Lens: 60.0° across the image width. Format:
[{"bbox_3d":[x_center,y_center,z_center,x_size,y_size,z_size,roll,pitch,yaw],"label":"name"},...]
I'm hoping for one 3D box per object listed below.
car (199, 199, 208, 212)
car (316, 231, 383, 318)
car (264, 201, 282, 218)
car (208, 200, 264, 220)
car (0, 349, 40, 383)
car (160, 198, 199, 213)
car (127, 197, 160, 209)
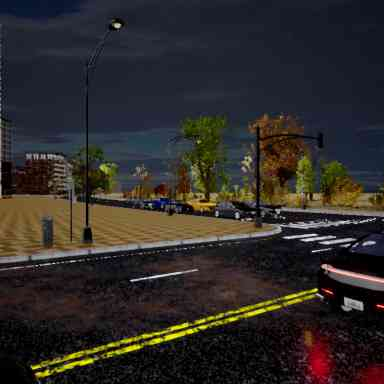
[{"bbox_3d":[1.052,1.550,39.746,1.882,1.535,5.008,0,0,-32],"label":"car"},{"bbox_3d":[4.466,1.491,6.432,4.902,1.511,2.128,0,0,-34],"label":"car"},{"bbox_3d":[6.286,1.540,31.280,2.128,1.511,4.902,0,0,-32],"label":"car"},{"bbox_3d":[3.740,1.564,29.219,1.837,1.490,4.892,0,0,-32],"label":"car"},{"bbox_3d":[-3.116,1.492,1.186,4.902,1.511,2.128,0,0,-36],"label":"car"},{"bbox_3d":[-1.478,1.648,37.650,1.994,1.385,4.181,0,0,-32],"label":"car"},{"bbox_3d":[-6.805,1.597,46.431,2.128,1.511,4.902,0,0,-31],"label":"car"}]
